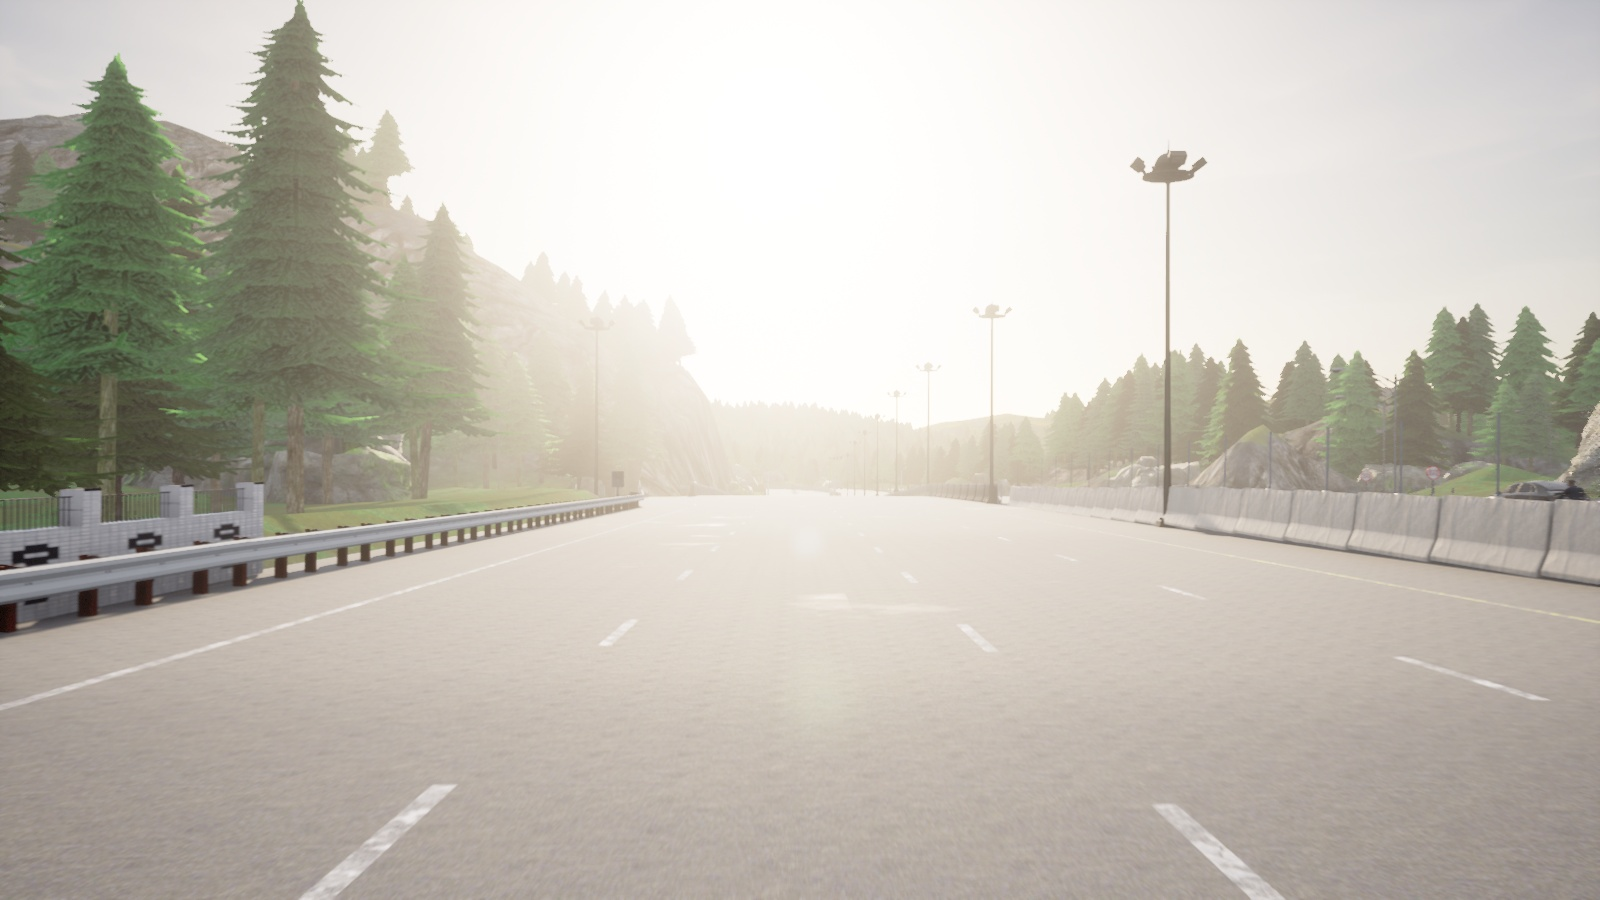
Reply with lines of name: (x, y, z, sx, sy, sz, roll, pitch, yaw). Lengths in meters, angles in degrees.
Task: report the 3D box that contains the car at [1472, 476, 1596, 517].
car: (27.870, 1.730, 47.884, 1.837, 1.490, 4.892, 0, -1, 0)
